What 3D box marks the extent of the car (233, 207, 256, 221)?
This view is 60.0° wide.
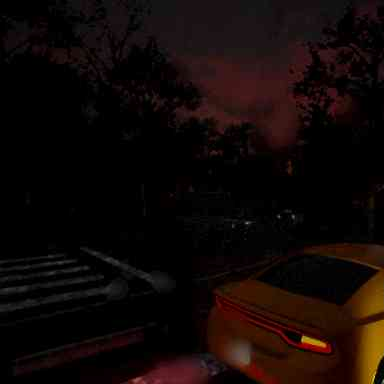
[{"bbox_3d":[6.134,2.545,38.606,1.837,1.490,4.892,1,-3,22],"label":"car"}]

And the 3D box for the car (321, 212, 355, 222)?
[{"bbox_3d":[22.161,3.820,50.550,4.902,1.511,2.128,3,-2,-1],"label":"car"}]

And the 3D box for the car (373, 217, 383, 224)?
[{"bbox_3d":[30.488,4.387,52.510,5.357,1.411,2.033,2,-2,21],"label":"car"}]

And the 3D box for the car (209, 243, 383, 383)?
[{"bbox_3d":[2.576,1.480,4.673,5.008,1.535,1.882,0,0,-33],"label":"car"}]

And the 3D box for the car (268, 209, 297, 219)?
[{"bbox_3d":[14.083,3.440,51.727,4.902,1.511,2.128,4,-2,-25],"label":"car"}]
